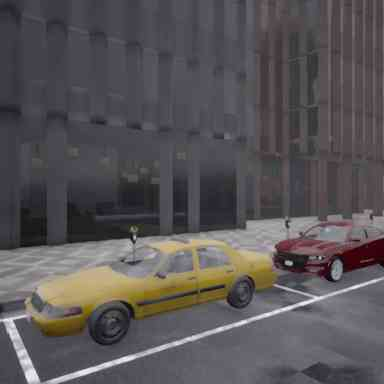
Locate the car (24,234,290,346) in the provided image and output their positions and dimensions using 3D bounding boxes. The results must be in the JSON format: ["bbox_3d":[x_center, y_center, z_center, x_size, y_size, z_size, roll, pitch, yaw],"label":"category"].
[{"bbox_3d":[-0.461,1.524,6.321,4.829,1.417,1.752,0,0,-35],"label":"car"}]

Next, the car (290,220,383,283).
[{"bbox_3d":[4.266,1.544,9.693,4.507,1.381,1.887,0,0,-35],"label":"car"}]
